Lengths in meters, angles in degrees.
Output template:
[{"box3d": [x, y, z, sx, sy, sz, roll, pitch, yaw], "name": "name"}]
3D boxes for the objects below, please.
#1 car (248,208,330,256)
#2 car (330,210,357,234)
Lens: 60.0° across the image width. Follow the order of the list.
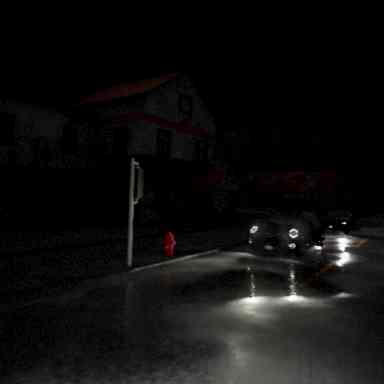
[{"box3d": [4.175, 1.553, 14.298, 2.097, 1.767, 4.553, 2, 0, 35], "name": "car"}, {"box3d": [10.060, 1.957, 22.822, 1.812, 1.442, 4.674, 2, 0, 35], "name": "car"}]
